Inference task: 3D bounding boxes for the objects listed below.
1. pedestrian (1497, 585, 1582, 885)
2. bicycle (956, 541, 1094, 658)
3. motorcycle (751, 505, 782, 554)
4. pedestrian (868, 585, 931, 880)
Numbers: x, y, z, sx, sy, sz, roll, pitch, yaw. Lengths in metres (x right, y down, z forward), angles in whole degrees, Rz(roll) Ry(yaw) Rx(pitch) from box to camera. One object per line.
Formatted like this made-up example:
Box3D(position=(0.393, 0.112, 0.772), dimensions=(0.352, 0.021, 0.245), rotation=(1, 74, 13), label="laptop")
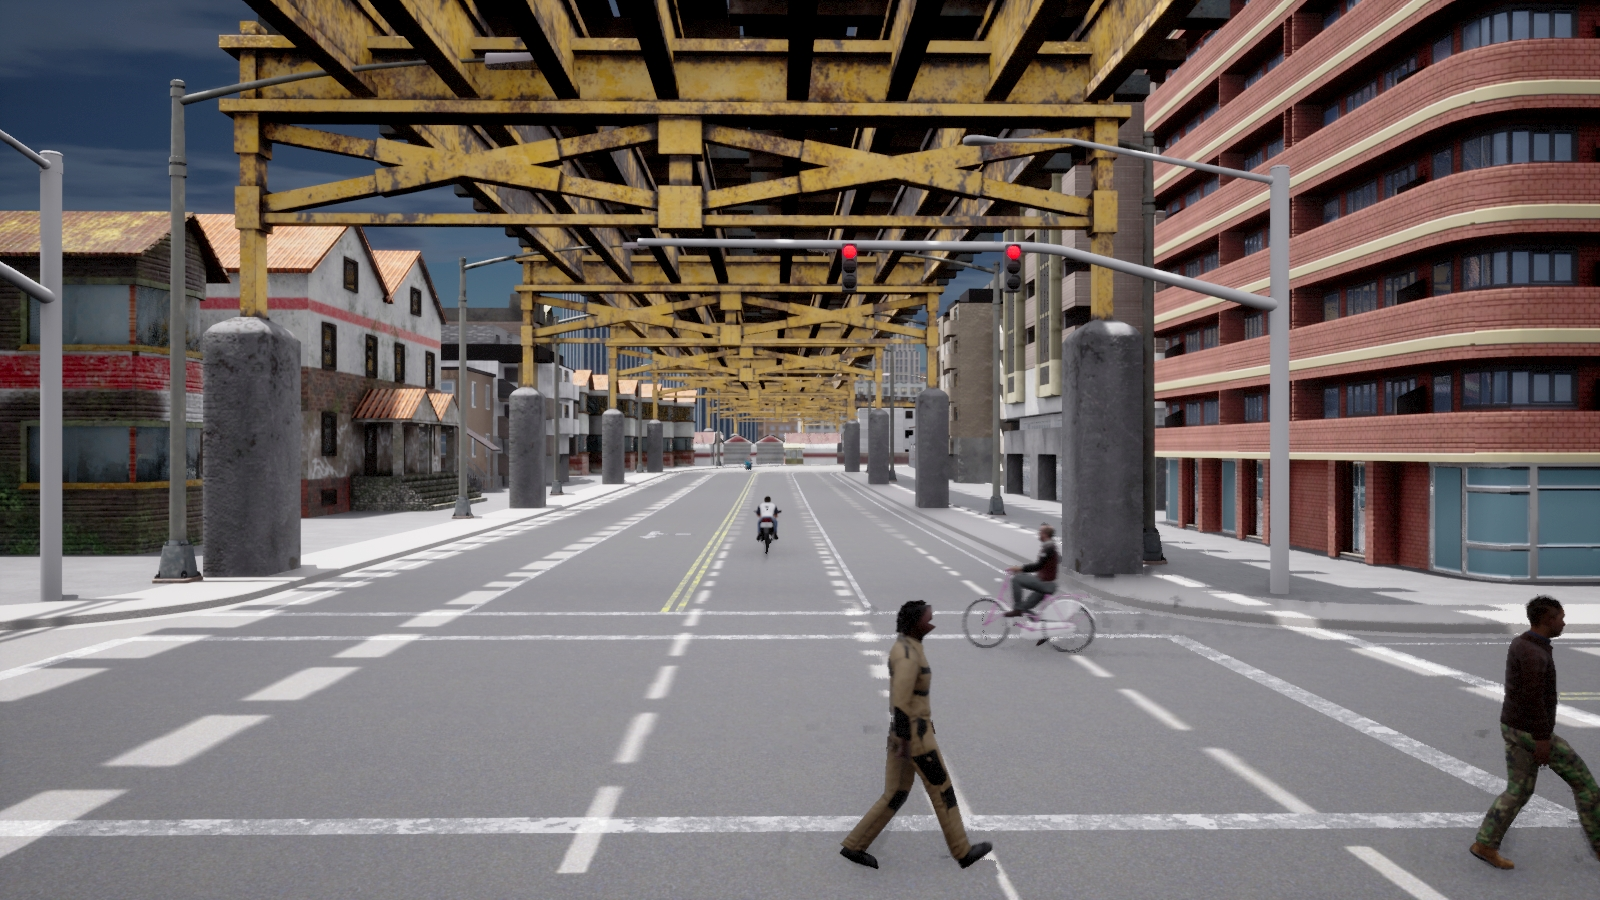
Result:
Box3D(position=(4.867, 1.848, 7.530), dimensions=(0.375, 1.860, 0.375), rotation=(0, 0, 16), label="pedestrian")
Box3D(position=(3.110, 2.047, 15.840), dimensions=(1.835, 1.496, 0.329), rotation=(0, -4, 19), label="bicycle")
Box3D(position=(-0.916, 2.173, 31.634), dimensions=(0.803, 1.224, 2.033), rotation=(0, 0, 0), label="motorcycle")
Box3D(position=(0.655, 1.848, 7.580), dimensions=(0.375, 1.860, 0.375), rotation=(0, 0, -1), label="pedestrian")
